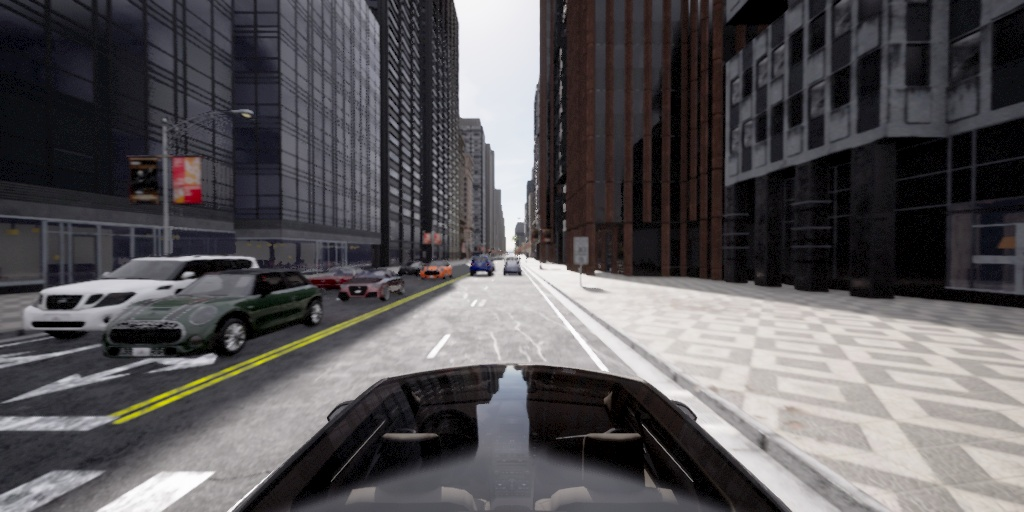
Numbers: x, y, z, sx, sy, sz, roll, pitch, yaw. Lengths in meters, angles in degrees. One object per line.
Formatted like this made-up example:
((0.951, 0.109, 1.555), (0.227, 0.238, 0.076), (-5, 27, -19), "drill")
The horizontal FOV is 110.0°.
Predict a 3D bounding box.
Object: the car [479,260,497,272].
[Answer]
((-3.221, 1.332, 49.463), (2.033, 1.411, 5.357), (0, 0, 0), "car")

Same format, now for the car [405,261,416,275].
((-9.805, 1.258, 35.918), (1.882, 1.535, 5.008), (0, 0, 0), "car")

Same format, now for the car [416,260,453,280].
((-6.572, 1.132, 31.622), (2.097, 1.767, 4.553), (0, 0, 0), "car")

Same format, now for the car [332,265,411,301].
((-6.591, 1.331, 17.300), (1.994, 1.385, 4.181), (0, 0, -1), "car")

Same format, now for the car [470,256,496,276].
((-3.232, 0.999, 38.581), (2.150, 2.045, 5.566), (0, 0, 0), "car")

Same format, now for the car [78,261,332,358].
((-6.591, 1.114, 8.625), (2.097, 1.767, 4.553), (0, 0, 0), "car")

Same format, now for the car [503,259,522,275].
((0.019, 1.340, 38.964), (1.994, 1.385, 4.181), (0, 0, 0), "car")

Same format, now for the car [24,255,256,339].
((-9.839, 0.987, 10.504), (2.150, 2.045, 5.566), (0, 0, 0), "car")

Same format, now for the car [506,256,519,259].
((0.029, 1.005, 49.371), (2.150, 2.045, 5.566), (0, 0, 0), "car")

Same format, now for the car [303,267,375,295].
((-9.833, 1.373, 20.889), (1.895, 1.301, 4.718), (0, 0, 0), "car")
